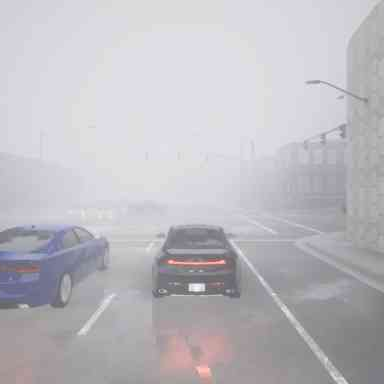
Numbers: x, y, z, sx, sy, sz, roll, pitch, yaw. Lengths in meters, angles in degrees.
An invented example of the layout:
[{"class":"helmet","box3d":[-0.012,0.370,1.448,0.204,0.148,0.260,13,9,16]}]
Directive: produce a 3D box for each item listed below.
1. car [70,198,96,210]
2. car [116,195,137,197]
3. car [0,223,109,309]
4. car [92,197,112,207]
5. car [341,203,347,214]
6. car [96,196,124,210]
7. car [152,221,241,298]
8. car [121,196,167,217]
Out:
[{"class":"car","box3d":[-13.970,1.526,42.625,1.812,1.442,4.674,0,0,1]},{"class":"car","box3d":[-10.434,1.599,52.367,1.895,1.301,4.718,0,0,0]},{"class":"car","box3d":[-3.401,1.478,7.979,1.882,1.535,5.008,0,0,0]},{"class":"car","box3d":[-13.936,1.526,51.725,1.812,1.442,4.674,0,0,0]},{"class":"car","box3d":[14.997,1.015,27.568,5.008,1.535,1.882,-5,0,0]},{"class":"car","box3d":[-10.478,1.601,43.206,1.895,1.301,4.718,0,0,3]},{"class":"car","box3d":[0.104,1.505,8.525,1.837,1.490,4.892,0,0,0]},{"class":"car","box3d":[-4.210,1.478,31.963,1.882,1.535,5.008,1,1,27]}]
